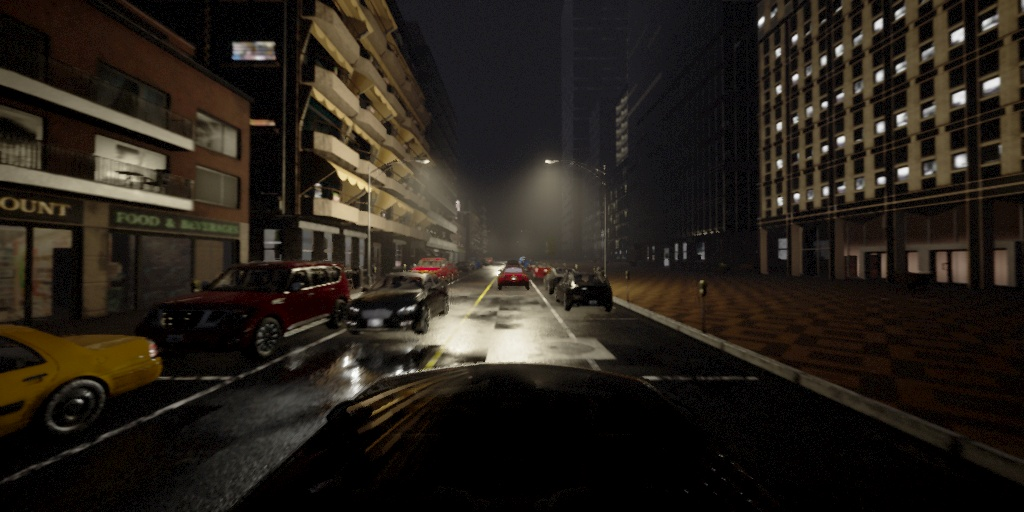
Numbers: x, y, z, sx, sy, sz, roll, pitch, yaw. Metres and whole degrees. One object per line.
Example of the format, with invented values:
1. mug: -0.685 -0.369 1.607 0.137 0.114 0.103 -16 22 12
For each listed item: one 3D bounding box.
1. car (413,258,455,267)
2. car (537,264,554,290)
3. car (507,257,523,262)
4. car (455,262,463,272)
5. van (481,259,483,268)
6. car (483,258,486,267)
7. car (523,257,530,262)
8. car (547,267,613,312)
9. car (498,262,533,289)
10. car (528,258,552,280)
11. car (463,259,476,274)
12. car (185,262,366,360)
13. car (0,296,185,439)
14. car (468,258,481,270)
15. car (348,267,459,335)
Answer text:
1. car: -5.689 1.077 25.270 2.192 1.841 5.009 0 0 0
2. car: 2.692 1.310 19.699 2.007 1.370 4.403 0 0 0
3. car: 0.101 1.280 45.633 1.837 1.490 4.892 0 0 0
4. car: -5.689 1.311 30.840 1.888 1.381 4.507 0 0 0
5. van: -5.688 1.122 53.120 1.690 1.789 3.998 0 0 0
6. car: -5.688 1.310 58.519 1.751 1.417 4.829 0 0 0
7. car: 2.693 1.212 41.979 1.967 1.591 4.097 0 0 0
8. car: 2.692 1.307 14.131 2.007 1.370 4.403 0 0 0
9. car: 0.101 1.325 23.380 1.994 1.385 4.181 0 0 0
10. car: 2.692 1.205 30.839 1.967 1.591 4.097 0 0 0
11. car: -5.688 1.339 41.980 1.948 1.339 4.313 0 0 0
12. car: -5.689 1.068 8.563 2.192 1.841 5.009 0 0 0
13. car: -5.690 1.276 2.822 1.751 1.417 4.829 0 0 0
14. car: -5.688 1.327 47.549 2.007 1.370 4.403 0 0 0
15. car: -3.097 1.246 10.585 2.128 1.511 4.902 0 0 0
